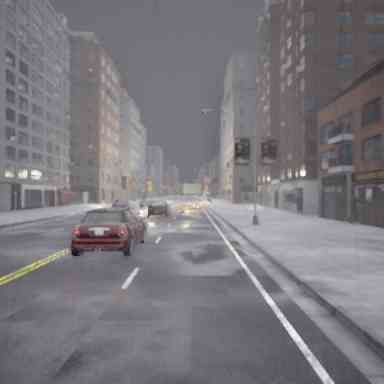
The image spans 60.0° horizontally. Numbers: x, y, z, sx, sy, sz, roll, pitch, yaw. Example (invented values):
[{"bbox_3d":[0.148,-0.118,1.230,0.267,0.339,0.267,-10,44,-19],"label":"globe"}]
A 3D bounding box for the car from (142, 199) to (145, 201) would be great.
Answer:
[{"bbox_3d":[-6.576,1.706,48.869,2.128,1.511,4.902,0,0,0],"label":"car"}]

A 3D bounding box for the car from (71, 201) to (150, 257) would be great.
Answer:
[{"bbox_3d":[-3.150,1.409,13.394,2.097,1.767,4.553,0,0,0],"label":"car"}]

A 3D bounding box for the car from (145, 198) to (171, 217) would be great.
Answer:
[{"bbox_3d":[-3.142,1.618,32.481,1.882,1.535,5.008,0,0,0],"label":"car"}]

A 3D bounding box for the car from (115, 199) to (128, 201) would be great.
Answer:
[{"bbox_3d":[-9.837,1.704,46.063,1.837,1.490,4.892,0,0,0],"label":"car"}]

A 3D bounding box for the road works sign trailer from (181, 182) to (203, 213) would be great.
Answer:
[{"bbox_3d":[-0.005,0.635,39.354,2.380,3.560,2.880,0,0,0],"label":"road works sign trailer"}]
